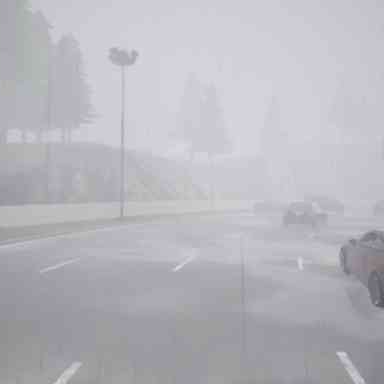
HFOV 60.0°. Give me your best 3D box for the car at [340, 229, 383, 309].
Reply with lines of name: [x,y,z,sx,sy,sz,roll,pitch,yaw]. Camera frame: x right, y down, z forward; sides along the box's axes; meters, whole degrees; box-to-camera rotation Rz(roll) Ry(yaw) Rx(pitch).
car: [4.786,1.571,7.645,1.812,1.442,4.674,0,0,13]

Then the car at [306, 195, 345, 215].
car: [13.515,1.346,34.167,5.566,2.045,2.150,1,0,-41]

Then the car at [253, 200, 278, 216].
car: [8.243,1.562,34.286,2.128,1.511,4.902,1,0,45]

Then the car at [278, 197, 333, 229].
car: [7.820,1.423,22.616,2.097,1.767,4.553,1,0,33]

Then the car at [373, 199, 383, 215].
car: [21.350,1.555,35.380,4.553,1.767,2.097,1,0,-33]
